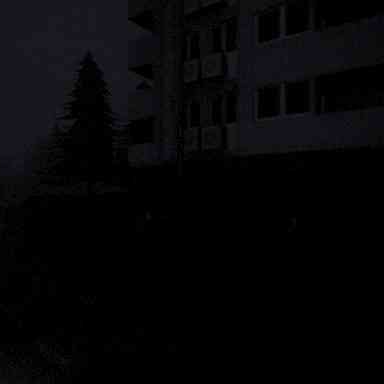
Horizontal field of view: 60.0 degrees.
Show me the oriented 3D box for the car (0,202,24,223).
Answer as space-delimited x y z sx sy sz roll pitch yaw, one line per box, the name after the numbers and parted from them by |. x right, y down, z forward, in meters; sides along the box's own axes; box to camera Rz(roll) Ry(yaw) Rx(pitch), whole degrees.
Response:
-13.447 1.481 25.594 1.882 1.535 5.008 0 0 2 | car
